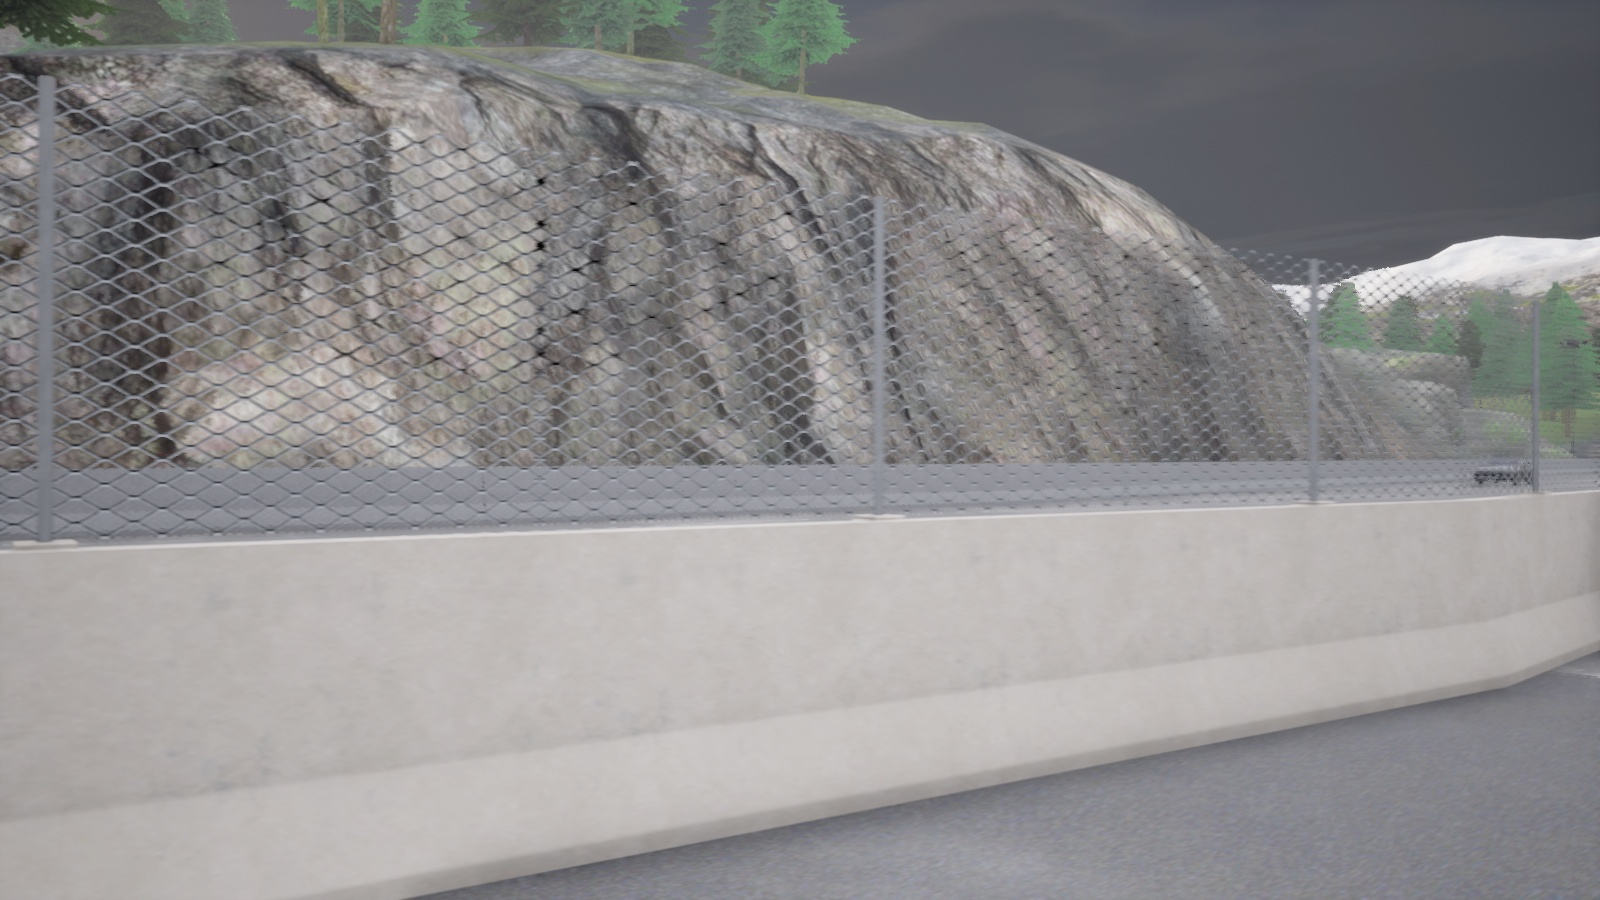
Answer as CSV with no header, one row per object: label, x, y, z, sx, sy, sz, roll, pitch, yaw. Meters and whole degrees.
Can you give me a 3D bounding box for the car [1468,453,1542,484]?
car,34.554,0.877,61.477,2.033,1.411,5.357,0,0,42
